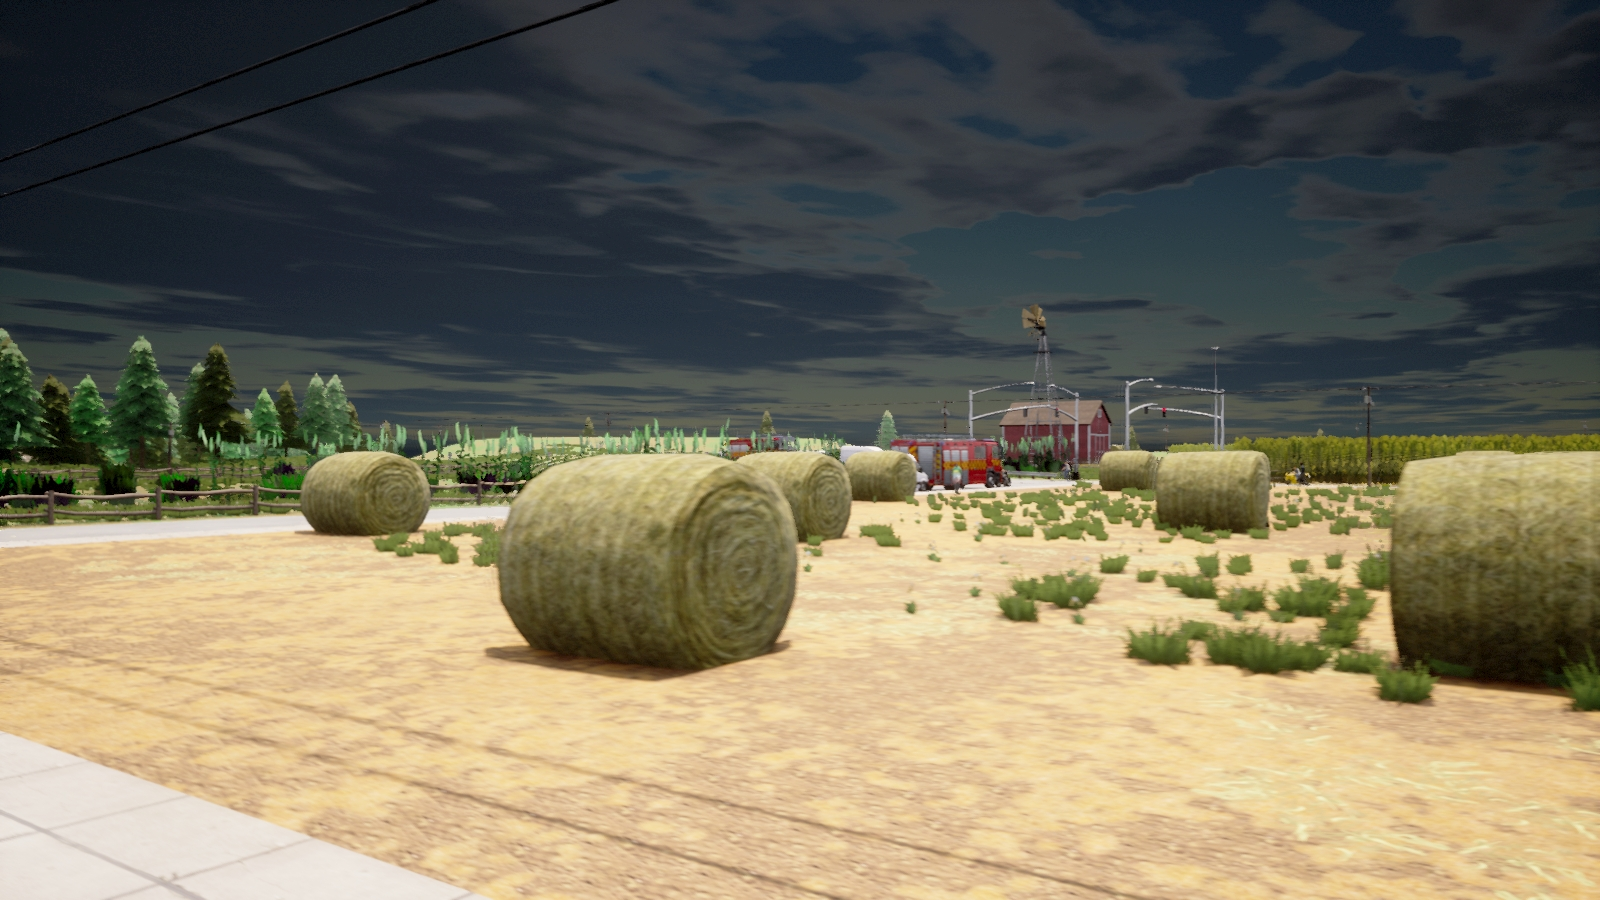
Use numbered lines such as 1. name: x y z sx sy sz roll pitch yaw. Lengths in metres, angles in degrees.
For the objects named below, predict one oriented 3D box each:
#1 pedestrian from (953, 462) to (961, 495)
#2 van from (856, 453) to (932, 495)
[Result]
1. pedestrian: 9.183 1.660 66.648 0.375 1.860 0.375 0 0 23
2. van: 6.126 1.501 73.764 1.988 2.561 5.915 0 0 38
